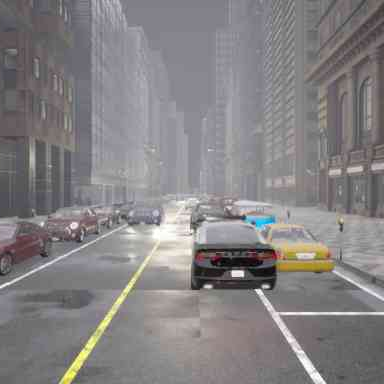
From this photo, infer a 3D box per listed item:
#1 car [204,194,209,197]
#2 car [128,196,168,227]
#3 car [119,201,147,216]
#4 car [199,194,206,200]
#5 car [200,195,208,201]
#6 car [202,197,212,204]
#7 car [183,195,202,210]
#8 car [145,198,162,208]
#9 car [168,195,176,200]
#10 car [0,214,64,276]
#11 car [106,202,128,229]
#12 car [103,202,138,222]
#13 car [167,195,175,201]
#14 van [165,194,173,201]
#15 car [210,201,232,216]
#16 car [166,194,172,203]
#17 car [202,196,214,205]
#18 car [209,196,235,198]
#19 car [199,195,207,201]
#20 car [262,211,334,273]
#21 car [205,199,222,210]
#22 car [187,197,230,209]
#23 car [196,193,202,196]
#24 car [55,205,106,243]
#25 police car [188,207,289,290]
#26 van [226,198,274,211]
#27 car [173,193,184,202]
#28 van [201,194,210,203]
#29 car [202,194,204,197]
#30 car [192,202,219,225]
[{"bbox_3d":[2.826,1.321,38.264,2.192,1.841,5.009,0,0,0],"label":"car"},{"bbox_3d":[-3.061,1.352,22.934,2.097,1.767,4.553,0,0,0],"label":"car"},{"bbox_3d":[-5.708,1.570,32.665,1.947,1.339,4.313,0,0,0],"label":"car"},{"bbox_3d":[2.926,1.481,94.282,1.967,1.590,4.097,0,0,0],"label":"car"},{"bbox_3d":[2.906,1.578,83.078,1.887,1.381,4.507,0,0,0],"label":"car"},{"bbox_3d":[2.877,1.605,66.273,1.802,1.307,4.206,0,0,0],"label":"car"},{"bbox_3d":[0.100,1.535,43.716,1.812,1.442,4.674,0,0,1],"label":"car"},{"bbox_3d":[-5.679,1.557,49.472,1.887,1.381,4.507,0,0,0],"label":"car"},{"bbox_3d":[-5.599,1.586,94.288,1.887,1.381,4.507,0,0,0],"label":"car"},{"bbox_3d":[-5.748,1.581,10.257,1.802,1.307,4.206,0,0,0],"label":"car"},{"bbox_3d":[-5.728,1.551,21.462,2.008,1.369,4.403,0,0,0],"label":"car"},{"bbox_3d":[-5.718,1.568,27.063,1.947,1.339,4.313,0,0,0],"label":"car"},{"bbox_3d":[-5.609,1.582,88.687,1.887,1.381,4.507,0,0,0],"label":"car"},{"bbox_3d":[-5.620,1.375,83.085,1.690,1.788,3.998,0,0,0],"label":"van"},{"bbox_3d":[2.817,1.586,32.663,1.802,1.307,4.206,0,0,0],"label":"car"},{"bbox_3d":[-5.649,1.463,66.278,1.967,1.590,4.097,0,0,0],"label":"car"},{"bbox_3d":[2.866,1.460,60.671,1.967,1.590,4.097,0,0,0],"label":"car"},{"bbox_3d":[2.806,1.317,27.061,2.192,1.841,5.009,0,0,0],"label":"car"},{"bbox_3d":[2.916,1.582,88.681,1.887,1.381,4.507,0,0,0],"label":"car"},{"bbox_3d":[2.777,1.525,10.426,1.752,1.417,4.829,0,0,0],"label":"car"},{"bbox_3d":[2.837,1.575,43.866,1.947,1.339,4.313,0,0,0],"label":"car"},{"bbox_3d":[0.932,1.351,19.070,2.097,1.767,4.553,0,0,0],"label":"car"},{"bbox_3d":[0.100,1.369,55.800,2.097,1.767,4.553,0,0,0],"label":"car"},{"bbox_3d":[-5.738,1.440,15.859,1.967,1.590,4.097,0,0,0],"label":"car"},{"bbox_3d":[0.915,1.425,9.209,1.930,1.638,5.238,0,0,0],"label":"police car"},{"bbox_3d":[2.786,1.341,15.858,1.690,1.788,3.998,0,0,0],"label":"van"},{"bbox_3d":[-2.861,1.522,78.529,2.128,1.511,4.902,0,0,0],"label":"car"},{"bbox_3d":[2.886,1.367,71.874,1.690,1.788,3.998,0,0,0],"label":"van"},{"bbox_3d":[2.846,1.453,49.468,1.967,1.590,4.097,0,0,0],"label":"car"},{"bbox_3d":[0.944,1.527,25.100,1.812,1.442,4.674,0,0,0],"label":"car"}]
